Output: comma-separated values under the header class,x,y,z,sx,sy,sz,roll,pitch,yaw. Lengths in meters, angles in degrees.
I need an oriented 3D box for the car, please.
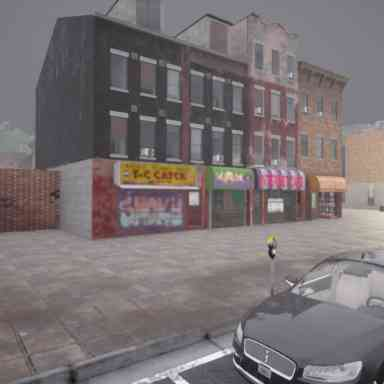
class,x,y,z,sx,sy,sz,roll,pitch,yaw
car,2.504,1.552,4.585,4.403,1.369,2.008,0,0,-35
